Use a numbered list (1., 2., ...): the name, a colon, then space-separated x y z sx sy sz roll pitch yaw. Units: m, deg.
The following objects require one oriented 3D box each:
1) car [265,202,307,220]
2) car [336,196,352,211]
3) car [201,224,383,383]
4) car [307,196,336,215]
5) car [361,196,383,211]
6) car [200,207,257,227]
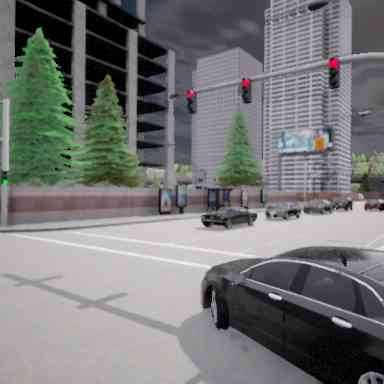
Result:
1. car: 8.251 1.653 29.969 2.128 1.511 4.902 1 0 38
2. car: 20.679 1.525 46.070 2.150 2.045 5.566 1 0 35
3. car: 1.871 1.531 4.652 1.837 1.490 4.892 -2 2 -28
4. car: 14.316 1.583 37.835 2.097 1.767 4.553 1 0 38
5. car: 25.518 1.704 46.389 2.097 1.767 4.553 1 0 38
6. car: 2.570 1.698 22.571 1.895 1.301 4.718 1 0 38
